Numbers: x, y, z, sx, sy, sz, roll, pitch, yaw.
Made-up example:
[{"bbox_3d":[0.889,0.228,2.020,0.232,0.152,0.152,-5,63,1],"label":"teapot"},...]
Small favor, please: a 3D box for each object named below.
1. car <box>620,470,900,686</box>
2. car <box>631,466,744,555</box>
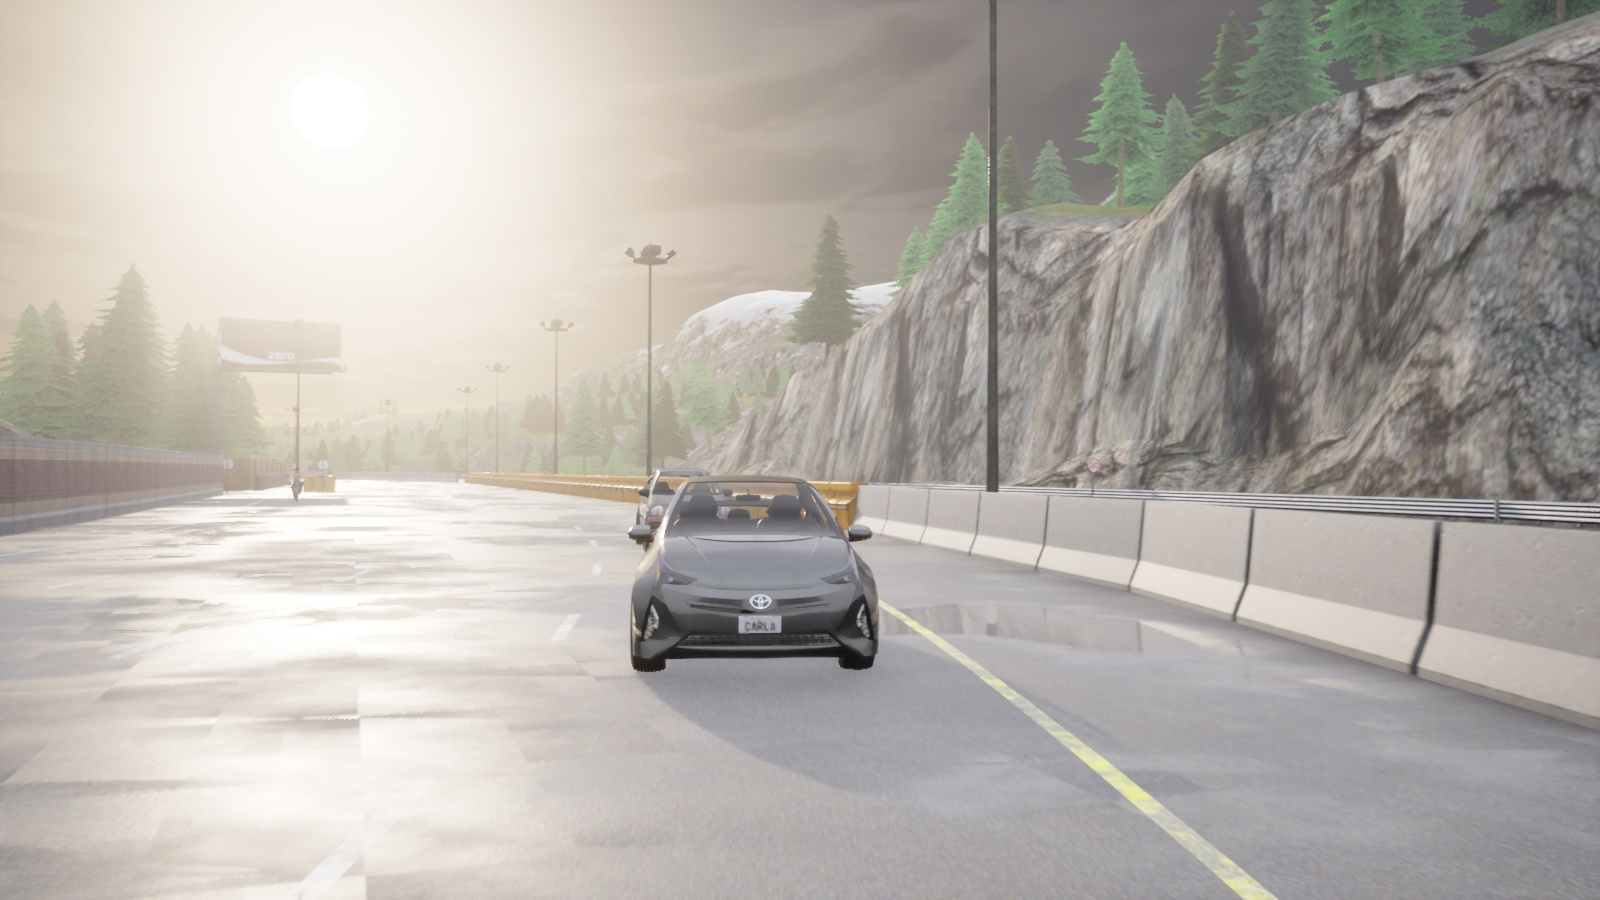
[{"bbox_3d":[-0.484,0.952,11.271,2.007,1.525,4.514,0,-1,-5],"label":"car"},{"bbox_3d":[-2.338,1.145,25.187,1.851,1.617,3.988,0,-1,-11],"label":"car"}]
